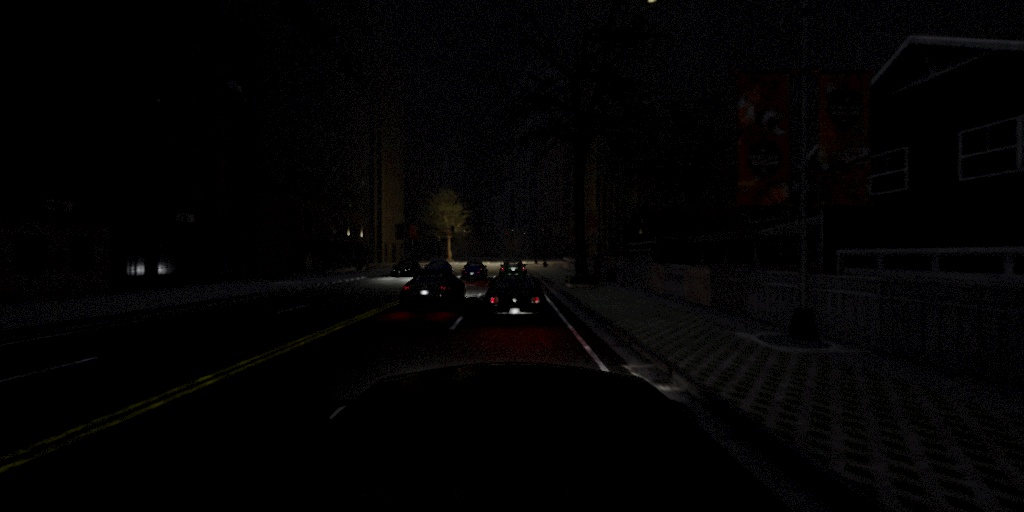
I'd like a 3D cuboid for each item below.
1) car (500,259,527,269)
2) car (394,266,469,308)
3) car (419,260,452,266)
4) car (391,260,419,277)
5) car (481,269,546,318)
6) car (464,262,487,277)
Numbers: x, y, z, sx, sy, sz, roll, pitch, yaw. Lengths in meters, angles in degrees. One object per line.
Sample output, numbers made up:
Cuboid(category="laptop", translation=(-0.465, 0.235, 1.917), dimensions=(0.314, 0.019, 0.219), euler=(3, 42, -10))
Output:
Cuboid(category="car", translation=(0.092, 1.018, 28.745), dimensions=(2.097, 1.767, 4.553), euler=(0, 0, 0))
Cuboid(category="car", translation=(-3.157, 1.279, 14.939), dimensions=(1.994, 1.385, 4.181), euler=(0, 0, 0))
Cuboid(category="car", translation=(-6.594, 1.129, 32.215), dimensions=(1.882, 1.535, 5.008), euler=(0, 0, 0))
Cuboid(category="car", translation=(-9.842, 1.150, 33.743), dimensions=(1.837, 1.490, 4.892), euler=(0, 0, 0))
Cuboid(category="car", translation=(0.092, 1.322, 12.758), dimensions=(1.895, 1.301, 4.718), euler=(0, 0, 0))
Cuboid(category="car", translation=(-3.154, 1.185, 30.469), dimensions=(1.812, 1.442, 4.674), euler=(0, 0, 0))
